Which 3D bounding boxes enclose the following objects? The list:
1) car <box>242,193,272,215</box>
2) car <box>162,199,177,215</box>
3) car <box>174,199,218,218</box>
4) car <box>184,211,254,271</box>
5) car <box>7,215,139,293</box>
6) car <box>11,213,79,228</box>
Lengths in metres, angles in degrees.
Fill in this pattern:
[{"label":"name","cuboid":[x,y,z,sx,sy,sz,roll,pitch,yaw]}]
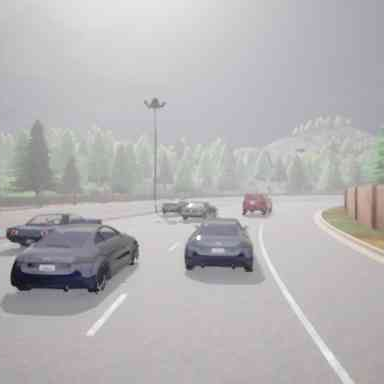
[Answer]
[{"label":"car","cuboid":[6.398,1.117,32.301,2.150,2.045,5.566,0,0,21]},{"label":"car","cuboid":[-1.224,1.382,31.719,2.128,1.511,4.902,0,0,19]},{"label":"car","cuboid":[0.670,1.458,26.549,2.033,1.411,5.357,0,0,17]},{"label":"car","cuboid":[0.939,1.527,10.881,1.994,1.385,4.181,0,0,7]},{"label":"car","cuboid":[-2.802,1.531,8.877,1.994,1.385,4.181,0,0,5]},{"label":"car","cuboid":[-5.645,1.546,14.518,1.895,1.301,4.718,0,0,9]}]
